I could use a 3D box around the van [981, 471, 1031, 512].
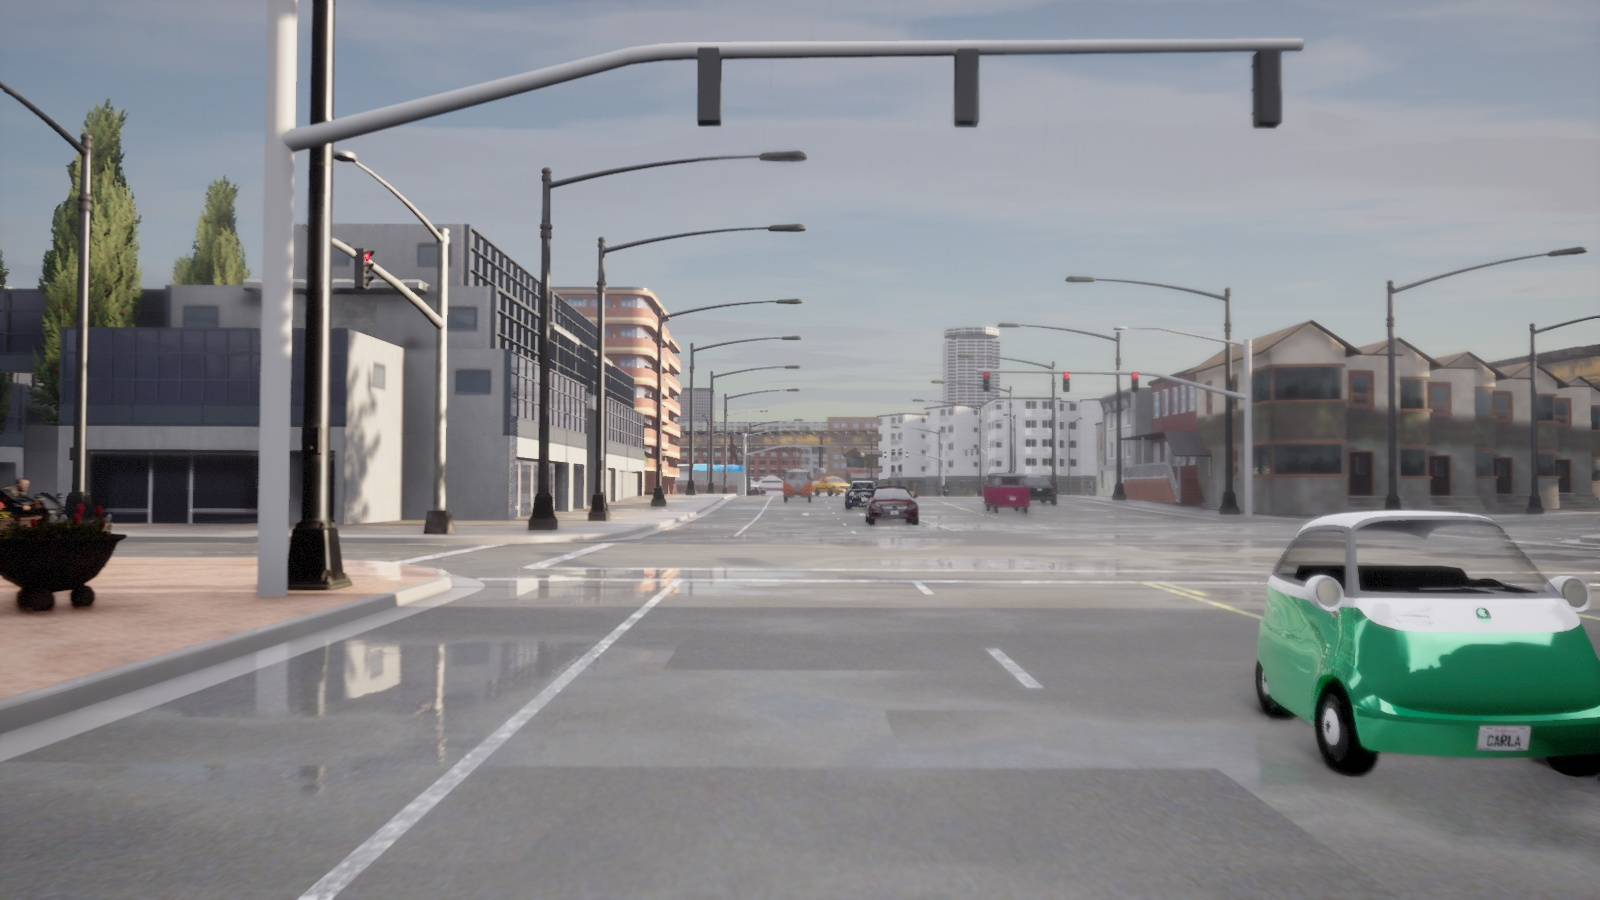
[{"bbox_3d":[10.397,2.058,63.532,1.775,1.987,4.442,0,-1,0],"label":"van"}]

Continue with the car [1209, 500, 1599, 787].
[{"bbox_3d":[3.490,1.000,7.310,1.481,1.376,2.207,0,-2,0],"label":"car"}]

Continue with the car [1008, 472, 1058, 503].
[{"bbox_3d":[13.876,2.211,74.989,2.097,1.767,4.553,0,0,0],"label":"car"}]

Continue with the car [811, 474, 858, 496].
[{"bbox_3d":[2.500,2.603,92.942,1.801,1.575,5.366,0,-2,-18],"label":"car"}]

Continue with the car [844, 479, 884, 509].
[{"bbox_3d":[3.393,2.331,67.336,1.970,1.475,3.806,0,0,0],"label":"car"}]

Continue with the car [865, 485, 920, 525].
[{"bbox_3d":[3.475,2.049,47.897,1.812,1.442,4.674,0,-2,1],"label":"car"}]

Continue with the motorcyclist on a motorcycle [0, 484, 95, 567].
[{"bbox_3d":[-14.763,1.426,23.888,2.191,1.530,0.866,0,-2,0],"label":"motorcyclist on a motorcycle"}]

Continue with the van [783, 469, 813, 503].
[{"bbox_3d":[-0.120,2.165,76.383,1.775,1.987,4.442,0,0,0],"label":"van"}]
